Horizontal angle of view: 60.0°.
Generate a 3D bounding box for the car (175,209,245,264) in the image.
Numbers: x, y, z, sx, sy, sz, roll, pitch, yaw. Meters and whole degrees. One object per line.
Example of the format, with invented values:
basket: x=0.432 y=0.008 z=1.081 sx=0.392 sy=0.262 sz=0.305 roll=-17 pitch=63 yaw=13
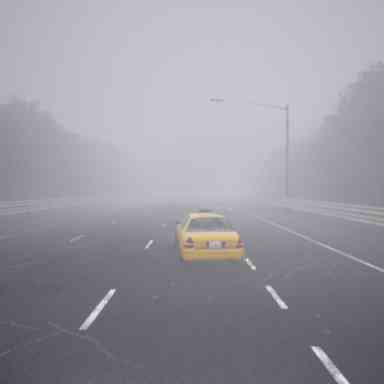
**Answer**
car: x=0.411 y=1.345 z=11.377 sx=1.801 sy=1.575 sz=5.366 roll=0 pitch=1 yaw=-5
